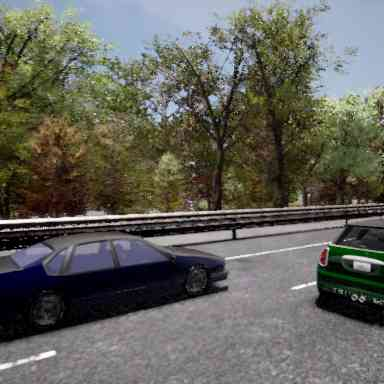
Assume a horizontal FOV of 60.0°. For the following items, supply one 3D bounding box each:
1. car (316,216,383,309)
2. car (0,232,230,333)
[{"bbox_3d":[4.759,1.349,7.183,4.553,1.767,2.097,0,0,-36],"label":"car"},{"bbox_3d":[-1.749,1.548,6.815,5.357,1.411,2.033,0,0,-36],"label":"car"}]
